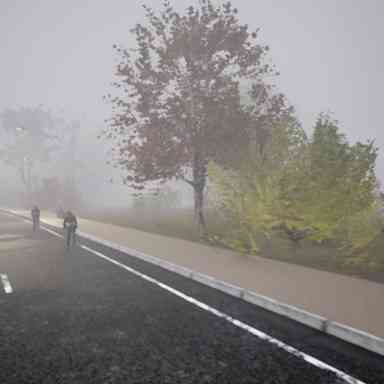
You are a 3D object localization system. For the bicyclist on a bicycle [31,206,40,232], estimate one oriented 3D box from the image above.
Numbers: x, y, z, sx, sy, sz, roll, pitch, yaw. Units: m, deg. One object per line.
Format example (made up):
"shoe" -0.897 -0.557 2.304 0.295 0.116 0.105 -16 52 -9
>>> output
"bicyclist on a bicycle" -9.878 1.696 21.034 0.582 1.620 1.656 0 -1 -34

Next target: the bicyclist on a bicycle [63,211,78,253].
"bicyclist on a bicycle" -4.905 1.605 13.429 0.582 1.620 1.656 0 -1 -33
